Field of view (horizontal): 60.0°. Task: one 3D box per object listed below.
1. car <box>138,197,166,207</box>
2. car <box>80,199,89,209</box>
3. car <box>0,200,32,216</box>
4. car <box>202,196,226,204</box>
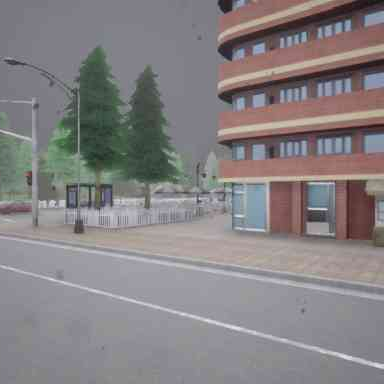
[{"bbox_3d":[-5.696,1.470,48.369,1.812,1.442,4.674,0,0,39],"label":"car"},{"bbox_3d":[-13.295,1.508,44.075,1.994,1.385,4.181,0,0,36],"label":"car"},{"bbox_3d":[-17.331,1.508,32.438,1.994,1.385,4.181,0,0,35],"label":"car"},{"bbox_3d":[4.111,1.470,61.485,4.674,1.442,1.812,0,0,-31],"label":"car"}]
